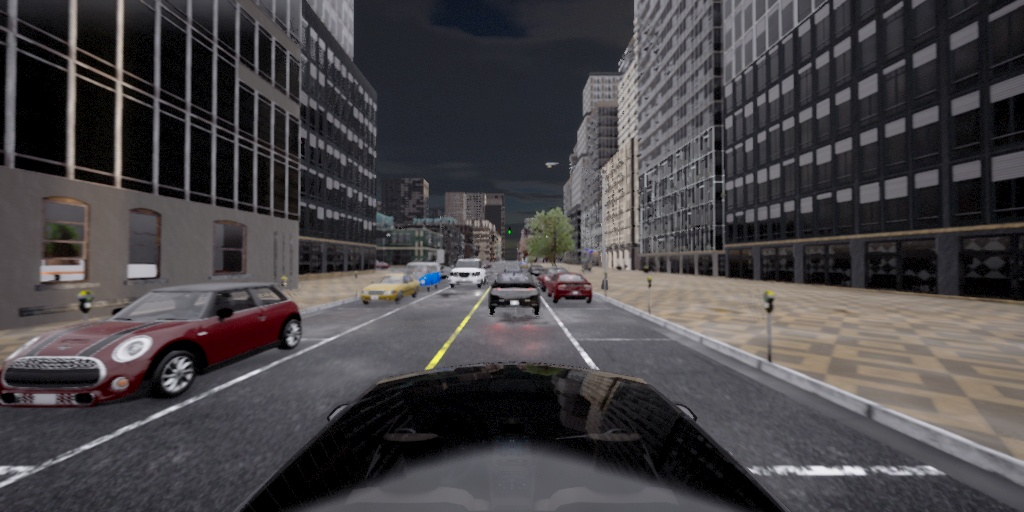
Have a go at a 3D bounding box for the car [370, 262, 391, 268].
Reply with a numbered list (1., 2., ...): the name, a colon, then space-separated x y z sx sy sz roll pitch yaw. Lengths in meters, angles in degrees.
1. car: -22.831 1.662 60.980 4.207 1.307 1.802 0 0 -1

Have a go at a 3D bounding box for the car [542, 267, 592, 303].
1. car: 2.688 1.448 17.437 1.888 1.381 4.507 0 0 0

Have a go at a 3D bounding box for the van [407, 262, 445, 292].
1. van: -5.693 1.297 22.975 1.690 1.789 3.998 0 0 0

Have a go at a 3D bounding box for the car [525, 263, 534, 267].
1. car: 2.685 1.683 39.593 1.948 1.339 4.313 0 0 0

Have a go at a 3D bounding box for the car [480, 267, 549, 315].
1. car: 0.090 1.364 14.339 2.128 1.511 4.902 0 -1 0

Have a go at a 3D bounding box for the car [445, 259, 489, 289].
1. car: -3.102 1.206 25.970 2.150 2.045 5.566 0 -1 0

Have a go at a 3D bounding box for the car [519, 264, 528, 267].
1. car: 0.092 1.632 30.736 1.895 1.301 4.718 0 -1 0

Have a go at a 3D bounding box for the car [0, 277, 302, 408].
1. car: -5.691 1.235 6.358 1.967 1.591 4.097 0 0 0

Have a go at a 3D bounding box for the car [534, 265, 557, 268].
1. car: 2.688 1.396 22.976 1.967 1.591 4.097 0 0 0

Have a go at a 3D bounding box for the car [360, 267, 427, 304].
1. car: -5.692 1.428 17.266 1.751 1.417 4.829 0 0 0
